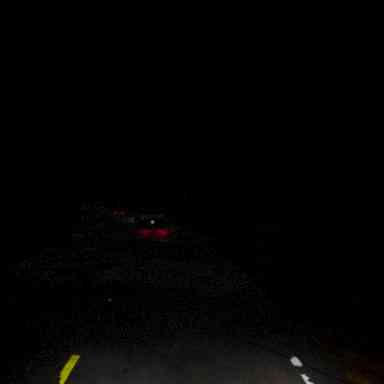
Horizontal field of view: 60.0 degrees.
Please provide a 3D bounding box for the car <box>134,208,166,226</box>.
[{"bbox_3d":[-3.297,1.823,25.242,1.895,1.301,4.718,0,-1,-14],"label":"car"}]

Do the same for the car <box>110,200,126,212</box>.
[{"bbox_3d":[-10.890,1.988,48.565,2.033,1.649,4.856,0,-1,-19],"label":"car"}]
